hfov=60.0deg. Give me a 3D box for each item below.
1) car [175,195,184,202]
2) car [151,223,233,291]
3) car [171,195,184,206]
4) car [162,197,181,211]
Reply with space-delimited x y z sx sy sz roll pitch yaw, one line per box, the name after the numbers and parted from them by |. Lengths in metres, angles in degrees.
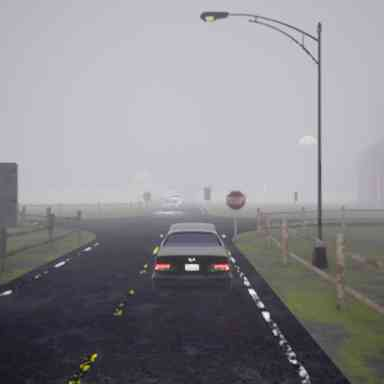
-2.847 1.496 75.796 1.812 1.442 4.674 0 0 0 | car
0.016 1.569 9.198 2.033 1.411 5.357 0 0 0 | car
-2.898 1.476 60.217 2.150 2.045 5.566 0 -1 0 | car
-2.903 1.766 44.507 1.895 1.301 4.718 0 0 0 | car
